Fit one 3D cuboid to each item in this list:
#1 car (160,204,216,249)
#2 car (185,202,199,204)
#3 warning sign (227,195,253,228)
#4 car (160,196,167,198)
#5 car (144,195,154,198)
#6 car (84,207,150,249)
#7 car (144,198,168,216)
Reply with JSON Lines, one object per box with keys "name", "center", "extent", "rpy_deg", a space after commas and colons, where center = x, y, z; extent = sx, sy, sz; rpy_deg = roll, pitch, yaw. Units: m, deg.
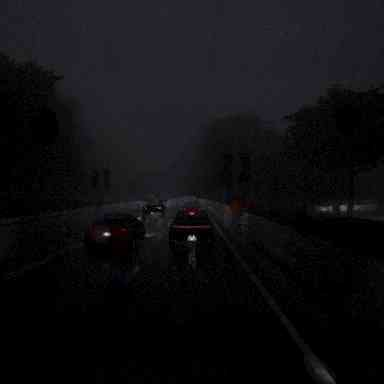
{"name": "car", "center": [0.000, 1.509, 14.654], "extent": [2.128, 1.511, 4.902], "rpy_deg": [0, 0, 0]}
{"name": "car", "center": [0.000, 1.579, 29.657], "extent": [1.812, 1.442, 4.674], "rpy_deg": [0, 0, 0]}
{"name": "warning sign", "center": [2.832, 1.136, 19.742], "extent": [1.300, 1.860, 1.060], "rpy_deg": [-1, -1, 0]}
{"name": "car", "center": [-6.500, 1.682, 75.934], "extent": [2.033, 1.411, 5.357], "rpy_deg": [0, 0, 0]}
{"name": "car", "center": [-9.750, 1.497, 75.965], "extent": [2.097, 1.767, 4.553], "rpy_deg": [0, 0, 0]}
{"name": "car", "center": [-3.250, 1.586, 14.653], "extent": [1.994, 1.385, 4.181], "rpy_deg": [0, 0, 0]}
{"name": "car", "center": [-3.250, 1.541, 29.658], "extent": [2.128, 1.511, 4.902], "rpy_deg": [0, 0, 0]}
